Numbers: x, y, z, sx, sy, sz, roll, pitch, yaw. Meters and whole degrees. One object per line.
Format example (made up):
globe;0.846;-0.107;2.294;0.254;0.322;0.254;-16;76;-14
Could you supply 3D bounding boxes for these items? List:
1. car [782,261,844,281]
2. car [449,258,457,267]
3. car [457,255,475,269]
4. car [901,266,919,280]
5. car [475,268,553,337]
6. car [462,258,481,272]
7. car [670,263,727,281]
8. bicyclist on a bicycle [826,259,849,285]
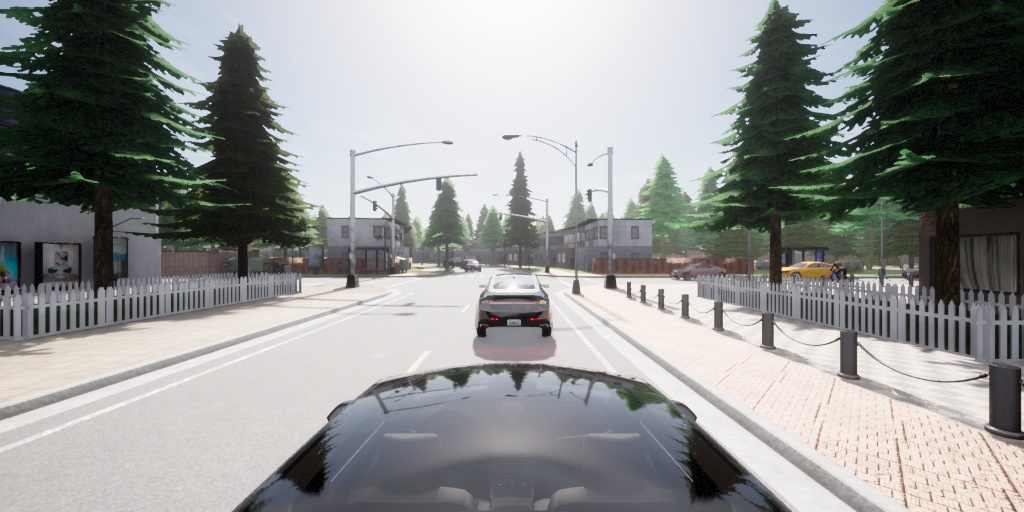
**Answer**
car;24.183;1.212;29.301;5.008;1.535;1.882;0;0;2
car;-9.904;1.068;64.113;2.097;1.767;4.553;0;0;-24
car;-6.531;0.937;54.543;2.150;2.045;5.566;0;0;-15
car;34.555;1.240;28.977;4.892;1.490;1.837;0;0;2
car;0.059;1.242;10.259;2.128;1.511;4.902;0;0;0
car;-4.930;1.280;45.379;1.994;1.385;4.181;0;0;-7
car;15.304;1.299;29.558;4.181;1.385;1.994;0;0;2
bicyclist on a bicycle;19.892;1.035;21.940;0.582;1.620;1.656;0;0;2
